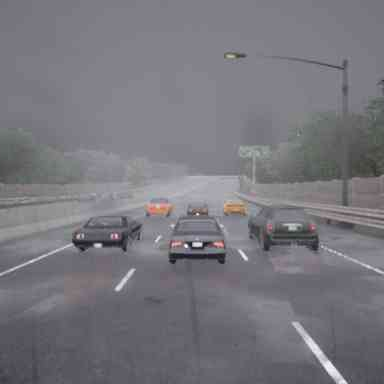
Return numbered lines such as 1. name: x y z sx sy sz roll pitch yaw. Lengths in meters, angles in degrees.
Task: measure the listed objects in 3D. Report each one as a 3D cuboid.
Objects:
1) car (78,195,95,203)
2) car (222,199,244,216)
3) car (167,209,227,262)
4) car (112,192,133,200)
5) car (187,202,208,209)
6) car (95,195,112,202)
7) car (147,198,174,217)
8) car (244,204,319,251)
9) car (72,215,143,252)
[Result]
1. car: -19.321 1.301 61.832 2.033 1.411 5.357 0 1 3
2. car: 4.130 1.474 33.208 1.882 1.535 5.008 0 0 2
3. car: 0.184 1.546 11.998 2.033 1.411 5.357 0 0 1
4. car: -12.345 0.986 61.377 2.150 2.045 5.566 0 1 3
5. car: 0.543 1.596 30.314 1.895 1.301 4.718 0 0 2
6. car: -15.836 1.321 61.652 1.994 1.385 4.181 0 1 4
7. car: -2.926 1.344 31.323 2.097 1.767 4.553 0 0 2
8. car: 3.723 1.351 14.333 2.097 1.767 4.553 0 0 1
9. car: -3.288 1.597 13.954 1.895 1.301 4.718 0 0 1
